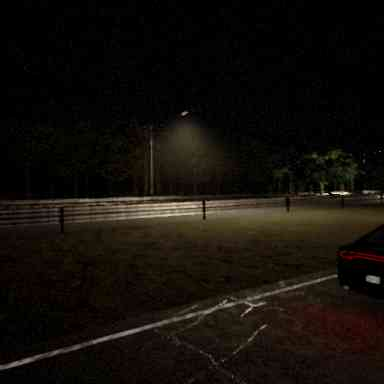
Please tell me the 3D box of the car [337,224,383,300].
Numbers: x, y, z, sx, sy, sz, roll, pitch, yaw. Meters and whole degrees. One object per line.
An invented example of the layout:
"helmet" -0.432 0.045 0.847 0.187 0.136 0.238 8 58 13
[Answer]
"car" 5.222 1.337 7.208 5.008 1.535 1.882 -1 1 -34
